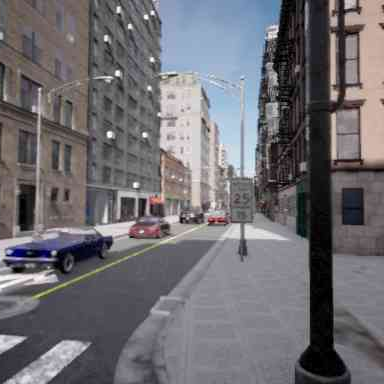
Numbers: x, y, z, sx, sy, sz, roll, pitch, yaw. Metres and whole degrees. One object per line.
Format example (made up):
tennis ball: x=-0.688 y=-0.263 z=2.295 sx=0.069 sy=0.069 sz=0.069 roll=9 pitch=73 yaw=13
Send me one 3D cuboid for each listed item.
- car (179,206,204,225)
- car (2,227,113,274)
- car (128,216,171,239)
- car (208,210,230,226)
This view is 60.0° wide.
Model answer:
car: x=0.039 y=2.596 z=38.082 sx=2.150 sy=2.045 sz=5.566 roll=0 pitch=-2 yaw=10
car: x=-4.550 y=1.969 z=12.072 sx=1.895 sy=1.301 sz=4.718 roll=0 pitch=-2 yaw=7
car: x=-2.758 y=2.328 z=22.316 sx=1.994 sy=1.385 sz=4.181 roll=0 pitch=-2 yaw=10
car: x=2.896 y=2.910 z=36.024 sx=1.895 sy=1.301 sz=4.718 roll=0 pitch=-2 yaw=10
